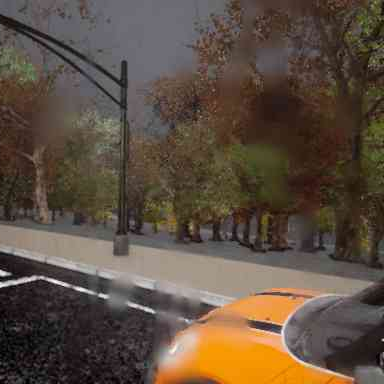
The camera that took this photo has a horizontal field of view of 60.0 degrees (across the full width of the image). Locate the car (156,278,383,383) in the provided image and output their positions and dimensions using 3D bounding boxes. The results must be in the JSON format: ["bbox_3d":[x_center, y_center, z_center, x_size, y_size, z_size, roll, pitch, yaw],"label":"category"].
[{"bbox_3d":[1.884,1.358,2.342,4.553,1.767,2.097,1,1,36],"label":"car"}]
